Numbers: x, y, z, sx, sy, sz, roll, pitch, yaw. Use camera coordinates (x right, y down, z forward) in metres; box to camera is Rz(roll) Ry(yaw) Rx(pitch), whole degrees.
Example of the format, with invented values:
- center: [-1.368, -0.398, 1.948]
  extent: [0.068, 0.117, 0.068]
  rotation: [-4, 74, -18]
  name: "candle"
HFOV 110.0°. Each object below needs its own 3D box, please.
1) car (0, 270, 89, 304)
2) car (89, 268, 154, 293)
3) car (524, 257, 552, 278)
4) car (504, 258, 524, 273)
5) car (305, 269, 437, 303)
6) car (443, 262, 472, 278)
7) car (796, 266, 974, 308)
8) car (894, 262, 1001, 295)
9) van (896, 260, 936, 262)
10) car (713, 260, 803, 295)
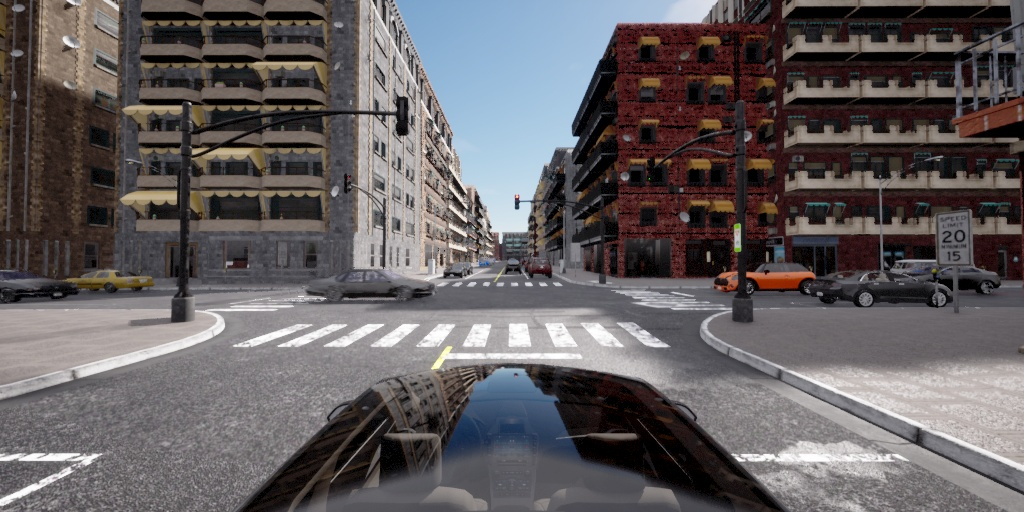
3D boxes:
- center: [-22.983, 1.340, 16.077]
  extent: [5.357, 1.411, 2.033]
  rotation: [0, -1, 0]
  name: "car"
- center: [-24.420, 1.436, 21.481]
  extent: [4.829, 1.417, 1.751]
  rotation: [0, 0, 0]
  name: "car"
- center: [2.604, 1.076, 33.772]
  extent: [2.192, 1.841, 5.009]
  rotation: [0, 0, 0]
  name: "car"
- center: [0.145, 1.273, 42.619]
  extent: [1.837, 1.490, 4.892]
  rotation: [0, 0, 0]
  name: "car"
- center: [-6.170, 1.290, 16.017]
  extent: [5.357, 1.411, 2.033]
  rotation: [0, -1, 0]
  name: "car"
- center: [-5.277, 1.328, 33.736]
  extent: [1.948, 1.339, 4.313]
  rotation: [0, 0, 0]
  name: "car"
- center: [13.759, 1.185, 13.466]
  extent: [4.403, 1.370, 2.007]
  rotation: [0, 0, 0]
  name: "car"
- center: [22.420, 1.219, 18.865]
  extent: [4.902, 1.511, 2.128]
  rotation: [0, -1, 0]
  name: "car"
- center: [24.926, 1.115, 21.305]
  extent: [3.998, 1.789, 1.690]
  rotation: [0, 0, 0]
  name: "van"
- center: [13.224, 1.102, 18.929]
  extent: [4.553, 1.767, 2.097]
  rotation: [0, -1, 1]
  name: "car"
